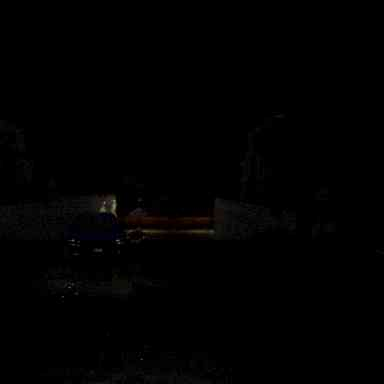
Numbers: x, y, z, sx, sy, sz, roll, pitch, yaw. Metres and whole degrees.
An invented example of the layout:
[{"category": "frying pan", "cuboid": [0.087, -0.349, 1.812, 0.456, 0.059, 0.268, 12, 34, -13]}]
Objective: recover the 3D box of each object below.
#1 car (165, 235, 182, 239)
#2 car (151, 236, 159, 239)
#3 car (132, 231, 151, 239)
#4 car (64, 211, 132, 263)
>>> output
[{"category": "car", "cuboid": [-2.061, 5.548, 37.777, 1.895, 1.301, 4.718, 0, -11, -3]}, {"category": "car", "cuboid": [-6.771, 8.370, 57.345, 1.882, 1.535, 5.008, -1, -5, -3]}, {"category": "car", "cuboid": [-5.564, 4.782, 34.220, 1.837, 1.490, 4.892, 0, -11, -3]}, {"category": "car", "cuboid": [-3.617, 1.501, 12.416, 1.882, 1.535, 5.008, 0, 0, -18]}]
